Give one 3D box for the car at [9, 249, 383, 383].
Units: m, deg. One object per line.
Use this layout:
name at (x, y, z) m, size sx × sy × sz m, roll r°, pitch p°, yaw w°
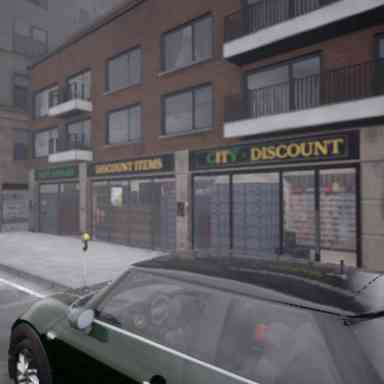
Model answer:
car at (0.011, 1.387, 3.316) m, size 4.553 × 1.767 × 2.097 m, roll -1°, pitch -1°, yaw 41°
